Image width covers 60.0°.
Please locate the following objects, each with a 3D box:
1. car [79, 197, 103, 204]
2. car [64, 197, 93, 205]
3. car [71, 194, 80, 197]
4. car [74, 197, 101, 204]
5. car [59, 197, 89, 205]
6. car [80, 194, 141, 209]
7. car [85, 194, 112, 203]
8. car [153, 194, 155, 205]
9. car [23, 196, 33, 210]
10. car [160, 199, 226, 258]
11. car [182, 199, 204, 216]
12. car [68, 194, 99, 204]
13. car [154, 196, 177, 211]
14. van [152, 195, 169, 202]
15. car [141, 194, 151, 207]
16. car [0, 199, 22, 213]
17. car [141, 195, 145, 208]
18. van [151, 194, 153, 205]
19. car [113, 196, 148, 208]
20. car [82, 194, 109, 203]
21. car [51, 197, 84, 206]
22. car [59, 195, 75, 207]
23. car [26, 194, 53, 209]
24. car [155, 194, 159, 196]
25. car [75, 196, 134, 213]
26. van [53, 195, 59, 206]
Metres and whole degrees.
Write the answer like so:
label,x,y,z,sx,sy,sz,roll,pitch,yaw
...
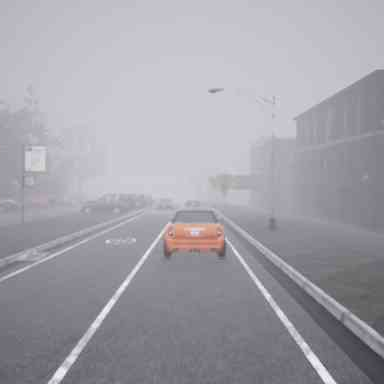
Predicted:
label,x,y,z,sx,sy,sz,roll,pitch,yaw
car,-21.949,1.791,72.683,4.674,1.452,2.002,0,-1,0
car,-21.969,1.698,64.453,4.792,1.488,2.163,0,-1,0
car,-21.744,1.591,56.097,5.366,1.575,1.946,0,-1,0
car,-21.943,1.723,70.022,5.008,1.535,2.097,0,-1,0
car,-21.907,1.673,61.668,4.792,1.488,2.163,0,0,0
car,-8.873,1.198,36.593,5.566,2.045,2.435,0,0,0
car,-21.931,1.565,78.255,5.566,2.045,2.435,0,-1,0
car,-8.842,1.571,53.410,4.892,1.521,2.231,0,-1,0
car,-21.925,1.504,39.391,4.674,1.452,2.002,0,0,0
car,0.097,1.338,12.891,2.097,1.767,4.553,0,0,0
car,0.101,1.512,33.812,2.033,1.411,5.357,0,0,0
car,-21.916,1.443,67.238,5.566,2.045,2.435,0,-1,0
car,-3.249,1.506,41.327,1.837,1.490,4.892,0,-1,0
van,-8.782,1.762,92.653,4.442,1.987,1.878,0,-1,0
car,-8.871,1.248,45.003,5.566,2.045,2.435,0,0,0
car,-21.930,1.450,36.605,5.008,1.535,2.097,0,0,0
car,-8.849,1.479,42.196,4.892,1.521,2.231,0,0,0
van,-8.729,1.319,50.608,4.442,1.987,1.878,0,0,0
car,-8.812,1.395,47.803,4.553,1.767,2.185,0,-1,0
car,-21.926,1.533,75.593,5.566,2.045,2.435,0,-1,0
car,-21.928,1.619,58.883,5.008,1.535,2.097,0,-1,0
car,-21.925,1.610,53.311,4.674,1.452,2.002,0,-1,0
car,-21.891,1.374,44.961,4.553,1.767,2.185,0,0,0
car,-8.848,1.618,59.016,5.008,1.535,2.097,0,-1,0
car,-8.841,1.441,33.791,4.892,1.521,2.231,0,0,0
van,-22.039,1.295,47.742,4.442,1.987,1.878,0,0,0
